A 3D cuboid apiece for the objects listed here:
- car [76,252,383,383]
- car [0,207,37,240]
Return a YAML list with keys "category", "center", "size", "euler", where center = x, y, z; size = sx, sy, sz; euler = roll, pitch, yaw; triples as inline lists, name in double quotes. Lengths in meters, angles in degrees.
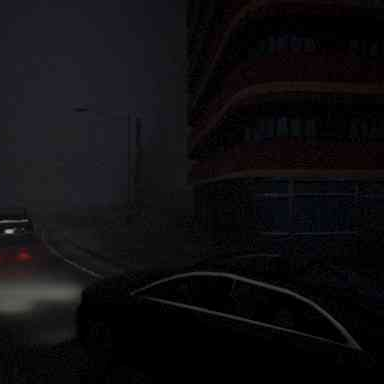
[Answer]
- category: "car"
  center: [0.553, 1.492, 3.927]
  size: [4.902, 1.511, 2.128]
  euler: [0, 0, 39]
- category: "car"
  center: [-8.901, 1.491, 16.543]
  size: [2.128, 1.511, 4.902]
  euler: [0, 0, -25]
